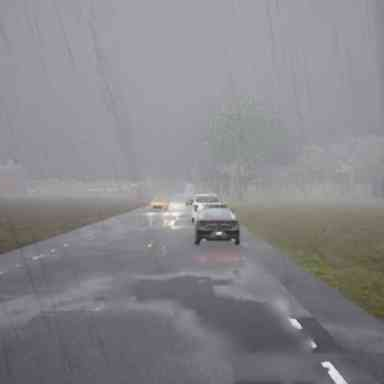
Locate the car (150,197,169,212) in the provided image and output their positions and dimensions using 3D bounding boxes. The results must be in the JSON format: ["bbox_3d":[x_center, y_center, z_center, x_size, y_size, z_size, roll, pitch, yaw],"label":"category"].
[{"bbox_3d":[-3.604,1.370,37.408,1.882,1.535,5.008,0,0,0],"label":"car"}]

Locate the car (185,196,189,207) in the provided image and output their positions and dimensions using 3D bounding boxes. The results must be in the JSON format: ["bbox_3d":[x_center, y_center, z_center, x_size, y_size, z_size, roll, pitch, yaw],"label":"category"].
[{"bbox_3d":[-0.014,1.387,49.255,2.033,1.411,5.357,0,0,0],"label":"car"}]

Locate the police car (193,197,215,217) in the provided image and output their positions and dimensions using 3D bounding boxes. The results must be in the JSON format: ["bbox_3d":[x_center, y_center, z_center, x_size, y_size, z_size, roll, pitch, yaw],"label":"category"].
[{"bbox_3d":[1.040,1.339,31.504,1.930,1.638,5.238,0,0,0],"label":"police car"}]

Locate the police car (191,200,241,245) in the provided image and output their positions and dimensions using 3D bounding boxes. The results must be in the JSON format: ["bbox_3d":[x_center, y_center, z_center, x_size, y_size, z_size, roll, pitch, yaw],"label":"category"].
[{"bbox_3d":[1.045,1.386,15.502,1.930,1.638,5.238,0,0,0],"label":"police car"}]

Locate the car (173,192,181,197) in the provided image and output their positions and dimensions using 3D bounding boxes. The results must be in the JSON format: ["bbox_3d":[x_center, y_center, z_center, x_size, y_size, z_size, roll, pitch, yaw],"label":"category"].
[{"bbox_3d":[-3.526,0.755,79.062,1.882,1.535,5.008,0,0,0],"label":"car"}]

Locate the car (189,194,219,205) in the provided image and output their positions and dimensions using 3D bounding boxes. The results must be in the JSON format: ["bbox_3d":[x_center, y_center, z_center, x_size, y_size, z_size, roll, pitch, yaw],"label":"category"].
[{"bbox_3d":[1.042,1.157,25.422,2.150,2.045,5.566,0,0,0],"label":"car"}]

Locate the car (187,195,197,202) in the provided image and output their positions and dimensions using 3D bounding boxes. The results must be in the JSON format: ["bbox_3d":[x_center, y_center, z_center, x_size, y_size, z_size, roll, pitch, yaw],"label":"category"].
[{"bbox_3d":[-0.022,1.319,68.123,1.895,1.301,4.718,0,0,0],"label":"car"}]
